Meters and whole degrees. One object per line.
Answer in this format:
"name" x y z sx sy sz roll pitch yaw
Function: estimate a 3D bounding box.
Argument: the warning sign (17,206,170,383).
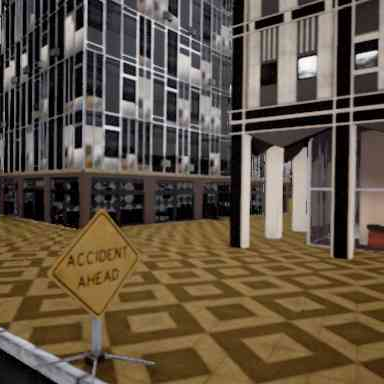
"warning sign" -1.110 1.122 3.918 1.060 1.860 1.300 1 0 37
